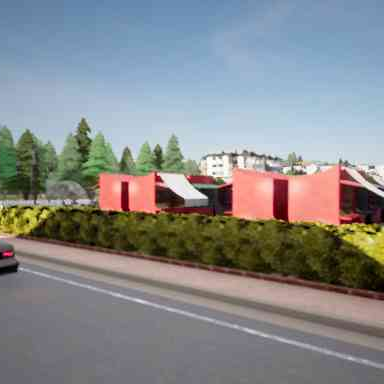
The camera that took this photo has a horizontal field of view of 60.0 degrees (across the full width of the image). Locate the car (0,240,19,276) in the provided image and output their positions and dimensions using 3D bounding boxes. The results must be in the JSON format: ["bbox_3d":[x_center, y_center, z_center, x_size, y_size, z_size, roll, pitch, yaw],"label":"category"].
[{"bbox_3d":[-6.629,1.491,8.692,5.357,1.411,2.033,0,0,36],"label":"car"}]
